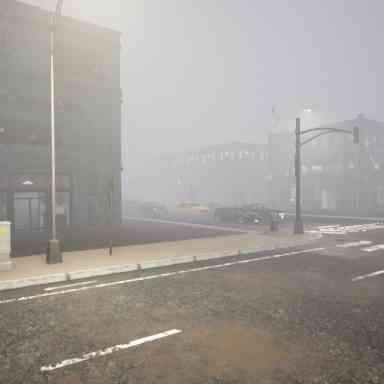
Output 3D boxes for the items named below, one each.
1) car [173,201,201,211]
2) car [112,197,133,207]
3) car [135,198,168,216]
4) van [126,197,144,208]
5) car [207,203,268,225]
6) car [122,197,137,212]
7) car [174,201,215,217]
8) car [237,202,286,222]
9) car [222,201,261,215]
[{"bbox_3d":[-0.788,1.964,47.333,1.802,1.307,4.206,-2,0,-35],"label":"car"},{"bbox_3d":[-13.619,1.938,65.380,2.192,1.841,5.009,-1,0,-35],"label":"car"},{"bbox_3d":[-4.416,1.845,37.965,1.967,1.590,4.097,-1,0,-35],"label":"car"},{"bbox_3d":[-10.412,1.905,60.869,1.690,1.788,3.998,-1,0,-35],"label":"van"},{"bbox_3d":[3.526,1.813,26.583,1.947,1.339,4.313,-2,0,-35],"label":"car"},{"bbox_3d":[-8.210,1.971,47.835,1.882,1.535,5.008,-1,1,-35],"label":"car"},{"bbox_3d":[-0.093,1.813,36.379,1.882,1.535,5.008,-1,0,-36],"label":"car"},{"bbox_3d":[5.702,1.712,28.216,2.128,1.511,4.902,-1,0,-35],"label":"car"},{"bbox_3d":[5.623,1.808,38.309,2.008,1.369,4.403,-2,0,-35],"label":"car"}]
